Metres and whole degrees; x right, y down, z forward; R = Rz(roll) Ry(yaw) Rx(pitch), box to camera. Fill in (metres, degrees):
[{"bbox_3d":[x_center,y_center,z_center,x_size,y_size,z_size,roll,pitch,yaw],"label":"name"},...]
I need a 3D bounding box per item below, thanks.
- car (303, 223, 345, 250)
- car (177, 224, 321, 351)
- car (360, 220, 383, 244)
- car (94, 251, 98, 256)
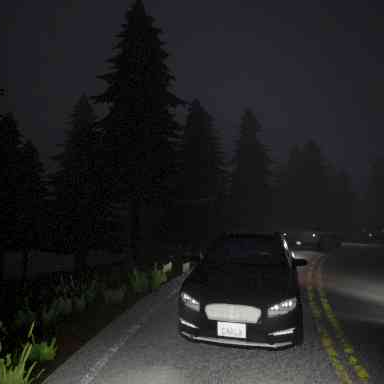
[{"bbox_3d":[6.541,2.312,17.763,1.895,1.301,4.718,-3,-6,39],"label":"car"},{"bbox_3d":[1.139,1.562,6.634,2.128,1.511,4.902,-1,-2,15],"label":"car"},{"bbox_3d":[15.925,3.232,26.500,5.566,2.045,2.150,8,-8,-28],"label":"car"},{"bbox_3d":[-20.222,13.651,73.014,4.181,1.381,1.994,-2,-5,31],"label":"car"}]
